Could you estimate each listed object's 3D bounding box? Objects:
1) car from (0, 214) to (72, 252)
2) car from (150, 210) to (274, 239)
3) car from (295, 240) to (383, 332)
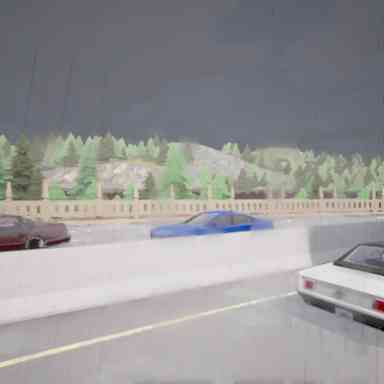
[{"bbox_3d":[-7.124,1.497,11.675,5.357,1.411,2.033,0,0,-35],"label":"car"},{"bbox_3d":[0.855,1.448,12.529,5.008,1.535,1.882,0,0,-30],"label":"car"},{"bbox_3d":[4.247,1.593,6.239,4.718,1.301,1.895,0,0,-31],"label":"car"}]
